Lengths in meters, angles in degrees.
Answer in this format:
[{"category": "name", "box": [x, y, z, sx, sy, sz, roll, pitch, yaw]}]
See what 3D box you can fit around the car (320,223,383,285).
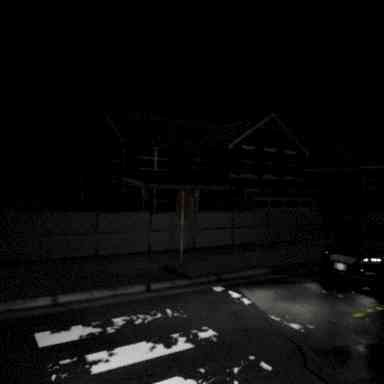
[{"category": "car", "box": [5.826, 1.693, 9.785, 4.902, 1.511, 2.128, 2, 0, -33]}]
